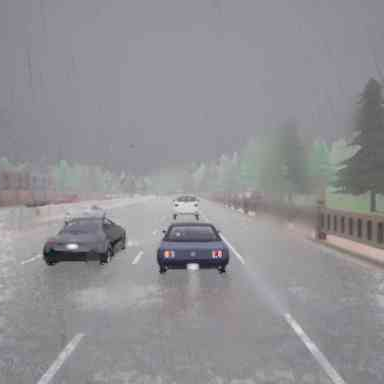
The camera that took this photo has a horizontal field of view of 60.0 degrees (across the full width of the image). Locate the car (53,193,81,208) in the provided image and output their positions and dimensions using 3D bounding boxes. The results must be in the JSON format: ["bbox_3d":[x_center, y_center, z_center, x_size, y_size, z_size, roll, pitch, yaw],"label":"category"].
[{"bbox_3d":[-18.688,1.245,49.867,2.150,2.045,5.566,0,0,-1],"label":"car"}]

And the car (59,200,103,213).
[{"bbox_3d":[-7.386,1.537,23.243,1.812,1.442,4.674,0,0,-2],"label":"car"}]

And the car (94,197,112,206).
[{"bbox_3d":[-15.345,1.628,57.695,1.895,1.301,4.718,0,0,-1],"label":"car"}]

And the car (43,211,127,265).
[{"bbox_3d":[-3.553,1.570,11.755,1.994,1.385,4.181,0,0,-1],"label":"car"}]

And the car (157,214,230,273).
[{"bbox_3d":[-0.023,1.606,10.641,1.895,1.301,4.718,0,0,-1],"label":"car"}]

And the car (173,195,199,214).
[{"bbox_3d":[-0.528,1.235,29.359,2.150,2.045,5.566,0,0,-1],"label":"car"}]

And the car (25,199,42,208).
[{"bbox_3d":[-22.147,1.623,47.820,1.895,1.301,4.718,0,0,-1],"label":"car"}]
